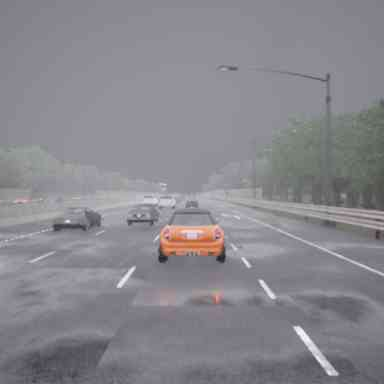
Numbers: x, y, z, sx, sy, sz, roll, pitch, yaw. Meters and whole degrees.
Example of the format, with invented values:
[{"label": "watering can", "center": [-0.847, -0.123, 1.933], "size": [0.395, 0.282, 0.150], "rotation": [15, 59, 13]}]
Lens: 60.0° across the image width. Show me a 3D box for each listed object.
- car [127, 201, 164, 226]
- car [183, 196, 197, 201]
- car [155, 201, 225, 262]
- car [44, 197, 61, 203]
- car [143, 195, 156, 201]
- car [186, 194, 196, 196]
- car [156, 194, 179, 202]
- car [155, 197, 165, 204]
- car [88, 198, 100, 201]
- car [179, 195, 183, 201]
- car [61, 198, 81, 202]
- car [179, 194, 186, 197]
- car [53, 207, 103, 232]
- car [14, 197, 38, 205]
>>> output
[{"label": "car", "center": [-3.497, 1.635, 24.472], "size": [2.033, 1.411, 5.357], "rotation": [0, 0, 0]}, {"label": "car", "center": [0.007, 1.717, 48.465], "size": [1.837, 1.490, 4.892], "rotation": [0, 0, 0]}, {"label": "car", "center": [0.002, 1.387, 12.434], "size": [2.097, 1.767, 4.553], "rotation": [0, 0, 0]}, {"label": "car", "center": [-24.507, 1.606, 59.216], "size": [2.097, 1.767, 4.553], "rotation": [0, 0, 0]}, {"label": "car", "center": [-6.995, 1.464, 56.014], "size": [2.150, 2.045, 5.566], "rotation": [0, 0, 0]}, {"label": "car", "center": [0.008, 1.796, 72.460], "size": [1.837, 1.490, 4.892], "rotation": [0, 0, 0]}, {"label": "car", "center": [-3.495, 1.430, 47.767], "size": [2.150, 2.045, 5.566], "rotation": [0, 0, 0]}, {"label": "car", "center": [-6.992, 1.820, 72.409], "size": [1.812, 1.442, 4.674], "rotation": [0, 0, 0]}, {"label": "car", "center": [-17.505, 1.801, 59.285], "size": [2.033, 1.411, 5.357], "rotation": [0, 0, 0]}, {"label": "car", "center": [-3.492, 1.891, 72.476], "size": [1.895, 1.301, 4.718], "rotation": [0, 0, 0]}, {"label": "car", "center": [-21.004, 1.854, 59.199], "size": [1.895, 1.301, 4.718], "rotation": [0, 0, 0]}, {"label": "car", "center": [-3.490, 1.940, 92.425], "size": [1.895, 1.301, 4.718], "rotation": [0, 0, 0]}, {"label": "car", "center": [-6.997, 1.633, 20.723], "size": [1.994, 1.385, 4.181], "rotation": [0, 0, 0]}, {"label": "car", "center": [-28.017, 1.596, 56.220], "size": [2.097, 1.767, 4.553], "rotation": [0, 0, 0]}]
